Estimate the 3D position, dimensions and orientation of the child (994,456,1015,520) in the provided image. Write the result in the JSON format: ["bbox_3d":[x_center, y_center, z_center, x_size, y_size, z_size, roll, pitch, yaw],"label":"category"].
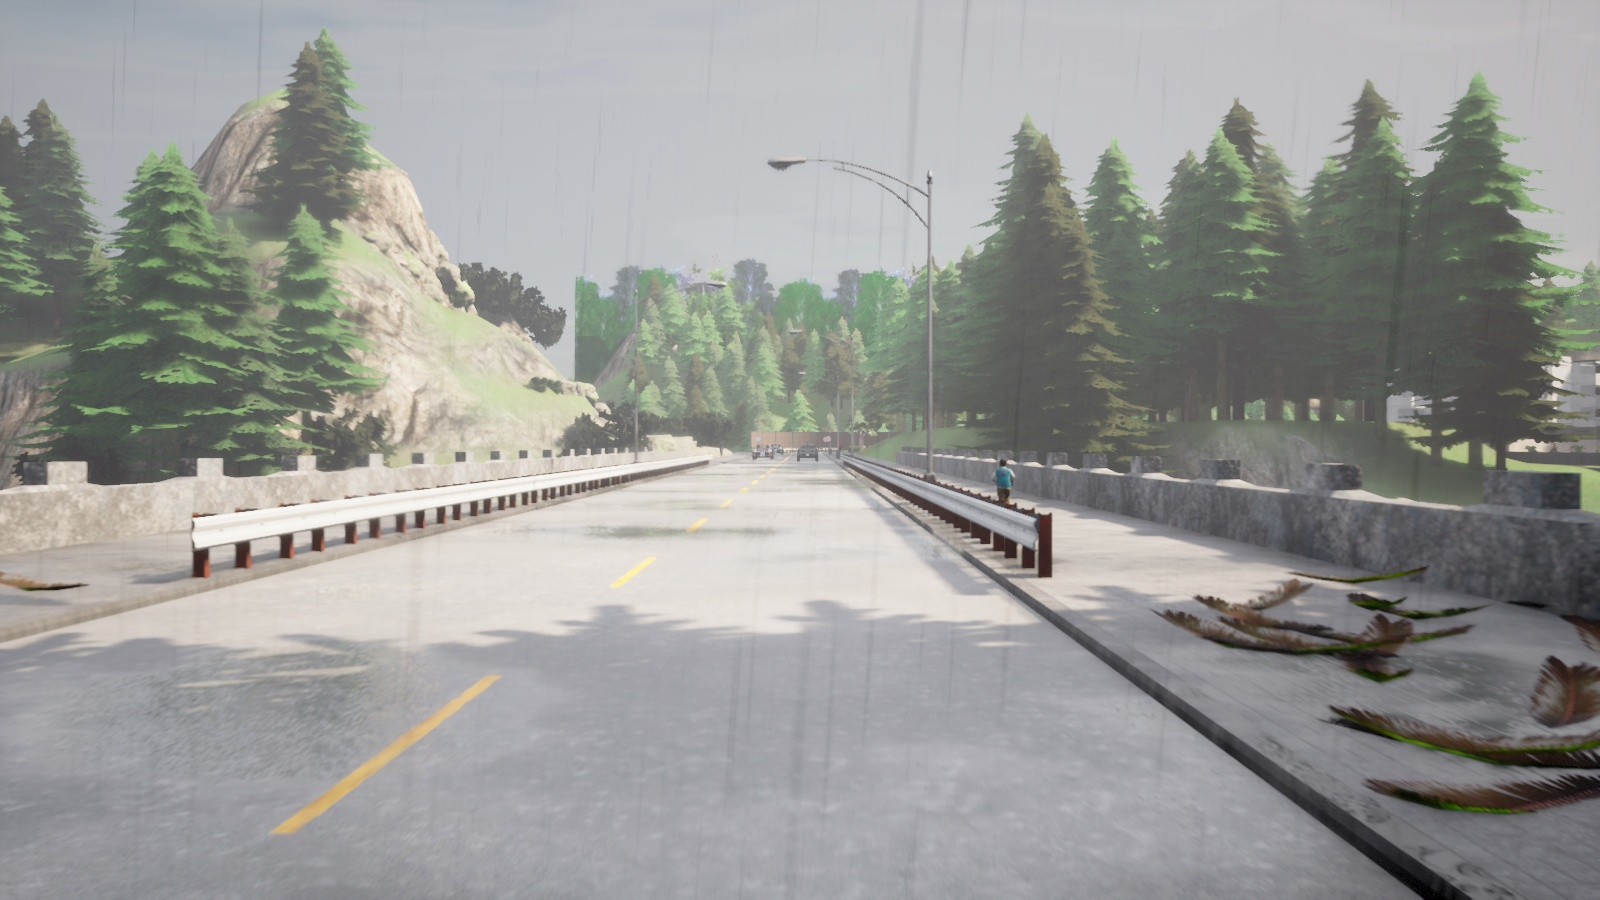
[{"bbox_3d":[3.846,0.706,23.623,0.343,1.192,0.448,0,0,2],"label":"child"}]
